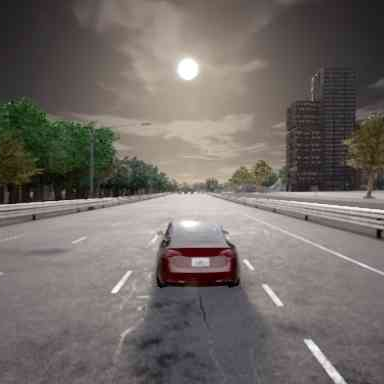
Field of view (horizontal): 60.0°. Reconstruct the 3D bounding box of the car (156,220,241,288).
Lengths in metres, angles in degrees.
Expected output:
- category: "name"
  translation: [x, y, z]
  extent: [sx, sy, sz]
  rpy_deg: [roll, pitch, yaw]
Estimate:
- category: "car"
  translation: [0.059, 1.501, 9.274]
  extent: [2.163, 1.488, 4.792]
  rpy_deg: [0, 0, -3]
